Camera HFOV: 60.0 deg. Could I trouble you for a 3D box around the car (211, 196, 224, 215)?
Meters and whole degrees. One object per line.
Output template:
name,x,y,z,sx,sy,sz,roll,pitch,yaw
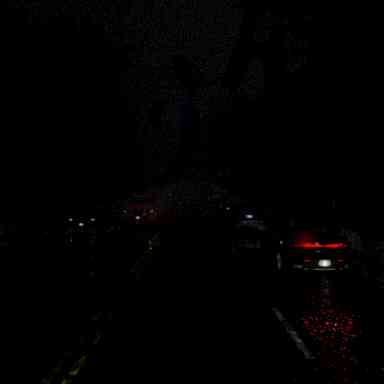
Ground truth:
car,3.251,1.410,32.027,1.994,1.385,4.181,0,1,0

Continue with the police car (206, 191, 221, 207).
police car,3.251,1.097,43.132,1.930,1.638,5.238,0,1,0

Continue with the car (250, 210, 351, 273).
car,3.351,1.552,10.814,1.837,1.490,4.892,0,0,0

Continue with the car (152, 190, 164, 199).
car,-6.513,0.492,63.863,1.812,1.442,4.674,0,3,0

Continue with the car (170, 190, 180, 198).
car,-3.260,0.421,64.881,1.837,1.490,4.892,0,3,0

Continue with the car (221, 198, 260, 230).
car,3.251,1.426,21.030,2.033,1.649,4.856,0,1,0

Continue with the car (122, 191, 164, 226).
car,-3.351,1.191,23.323,2.150,2.045,5.566,0,1,0

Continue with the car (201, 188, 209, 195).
car,3.252,0.391,64.984,1.882,1.535,5.008,0,3,0

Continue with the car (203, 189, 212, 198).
car,3.252,0.818,54.004,2.033,1.649,4.856,0,2,0

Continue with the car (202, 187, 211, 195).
car,3.253,-0.224,75.965,1.837,1.490,4.892,0,4,0

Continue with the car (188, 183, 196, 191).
car,0.003,-0.966,86.462,1.812,1.442,4.674,0,3,0

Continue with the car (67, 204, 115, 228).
car,-6.601,1.526,22.451,2.033,1.411,5.357,0,1,0
